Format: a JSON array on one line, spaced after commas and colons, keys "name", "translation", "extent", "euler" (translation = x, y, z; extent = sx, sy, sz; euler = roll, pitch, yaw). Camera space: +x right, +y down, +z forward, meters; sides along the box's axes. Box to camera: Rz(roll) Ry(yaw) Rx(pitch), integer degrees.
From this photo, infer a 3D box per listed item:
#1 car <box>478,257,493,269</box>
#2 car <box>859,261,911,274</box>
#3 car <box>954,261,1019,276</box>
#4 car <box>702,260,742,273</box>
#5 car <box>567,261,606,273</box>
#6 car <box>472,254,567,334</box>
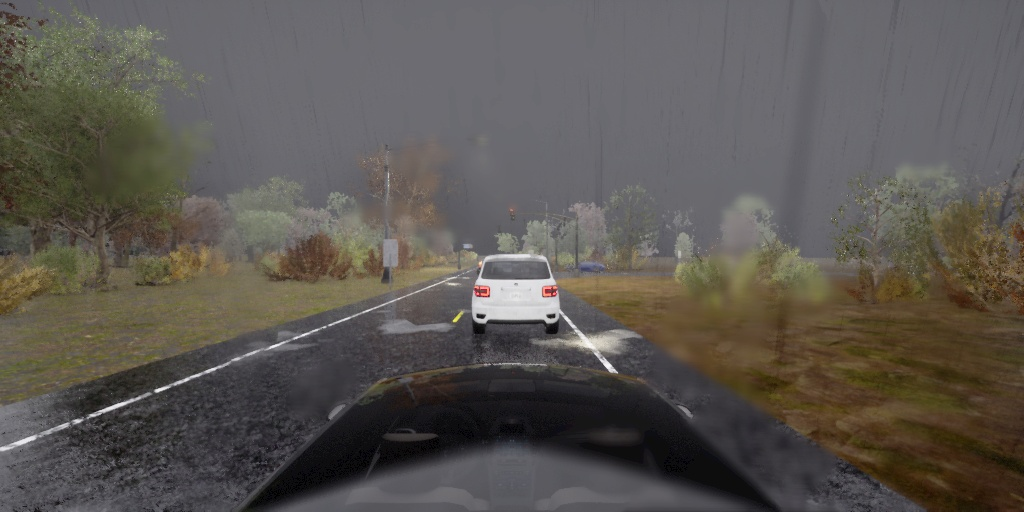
[{"name": "car", "translation": [-4.205, 1.113, 57.563], "extent": [2.097, 1.767, 4.553], "euler": [0, 0, -2]}, {"name": "car", "translation": [42.354, 1.277, 40.735], "extent": [4.902, 1.511, 2.128], "euler": [0, 0, 4]}, {"name": "car", "translation": [49.074, 1.285, 37.107], "extent": [4.902, 1.511, 2.128], "euler": [0, 0, 5]}, {"name": "car", "translation": [24.600, 1.251, 41.520], "extent": [5.008, 1.535, 1.882], "euler": [0, 0, 1]}, {"name": "car", "translation": [8.685, 1.288, 42.494], "extent": [4.674, 1.442, 1.812], "euler": [0, 0, 13]}, {"name": "car", "translation": [0.089, 0.973, 10.744], "extent": [2.150, 2.045, 5.566], "euler": [0, 0, 0]}]
